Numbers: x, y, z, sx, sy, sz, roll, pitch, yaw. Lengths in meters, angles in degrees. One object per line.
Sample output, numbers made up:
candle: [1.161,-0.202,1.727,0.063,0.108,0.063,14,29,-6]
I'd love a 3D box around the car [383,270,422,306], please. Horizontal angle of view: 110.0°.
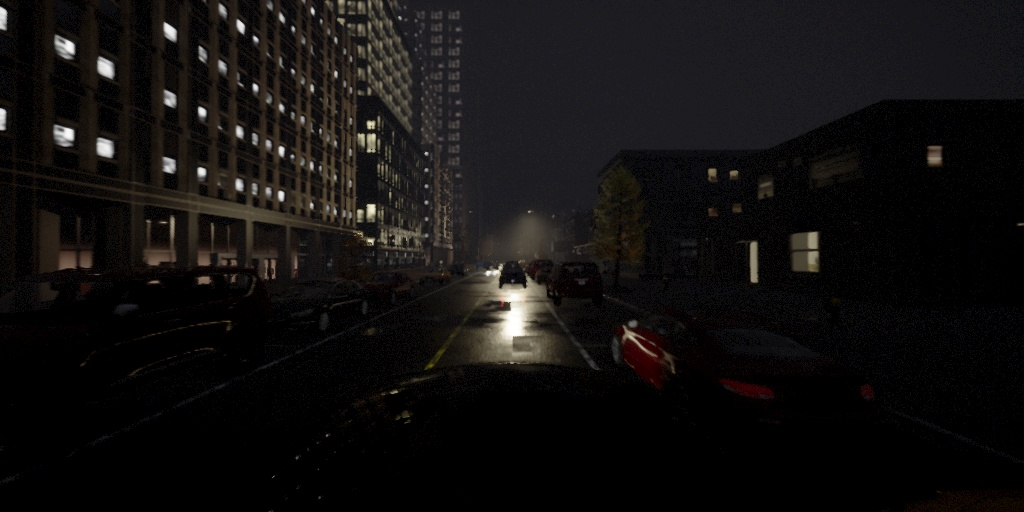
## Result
car: [-5.693,1.367,16.188,1.888,1.381,4.507,0,0,0]

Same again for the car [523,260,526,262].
car: [2.680,1.248,38.336,2.192,1.841,5.009,0,0,0]

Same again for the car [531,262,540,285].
car: [2.684,1.401,27.432,1.751,1.417,4.829,0,0,0]

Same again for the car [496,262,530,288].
car: [0.062,1.390,25.055,1.812,1.442,4.674,0,0,0]

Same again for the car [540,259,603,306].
car: [2.687,1.134,16.188,2.192,1.841,5.009,0,0,0]

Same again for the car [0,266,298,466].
car: [-5.689,1.083,5.114,2.192,1.841,5.009,0,0,0]

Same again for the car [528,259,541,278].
car: [2.682,1.219,32.800,2.192,1.841,5.009,0,0,0]

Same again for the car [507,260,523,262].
car: [0.053,1.293,39.729,2.097,1.767,4.553,0,0,0]

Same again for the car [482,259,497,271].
car: [-3.079,1.522,55.978,2.128,1.511,4.902,0,0,0]

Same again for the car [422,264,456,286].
car: [-5.697,1.404,27.092,1.751,1.417,4.829,0,0,0]

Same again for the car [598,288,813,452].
car: [2.692,1.347,5.115,1.802,1.307,4.207,0,0,0]

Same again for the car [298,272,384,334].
car: [-5.691,1.345,10.651,2.007,1.370,4.403,0,0,0]

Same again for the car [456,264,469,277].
car: [-5.701,1.502,38.335,1.948,1.339,4.313,0,0,0]
